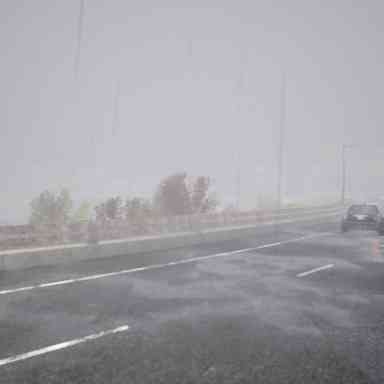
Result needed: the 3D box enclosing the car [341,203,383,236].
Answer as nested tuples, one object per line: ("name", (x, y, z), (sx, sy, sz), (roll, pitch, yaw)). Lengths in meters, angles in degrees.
("car", (10.348, 1.402, 19.242), (2.097, 1.767, 4.553), (0, 0, 42))
